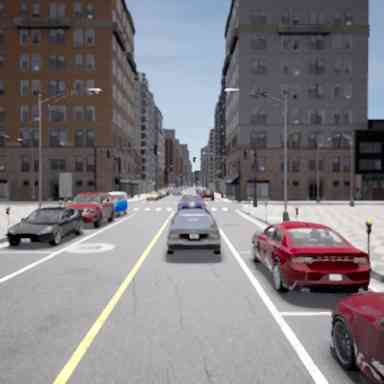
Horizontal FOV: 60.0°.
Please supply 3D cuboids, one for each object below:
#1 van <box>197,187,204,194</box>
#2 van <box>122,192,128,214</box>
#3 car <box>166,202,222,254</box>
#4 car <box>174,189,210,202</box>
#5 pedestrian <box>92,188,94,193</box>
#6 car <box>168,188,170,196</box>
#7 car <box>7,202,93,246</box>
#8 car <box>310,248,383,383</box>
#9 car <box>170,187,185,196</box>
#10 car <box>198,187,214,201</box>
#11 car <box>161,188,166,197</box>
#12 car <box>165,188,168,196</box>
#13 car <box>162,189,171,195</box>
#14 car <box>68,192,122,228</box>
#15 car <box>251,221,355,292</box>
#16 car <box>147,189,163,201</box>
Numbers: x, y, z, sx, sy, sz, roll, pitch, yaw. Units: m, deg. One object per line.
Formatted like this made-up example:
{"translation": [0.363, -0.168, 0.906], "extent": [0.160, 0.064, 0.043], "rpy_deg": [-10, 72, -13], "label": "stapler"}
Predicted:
{"translation": [2.273, -0.393, 91.863], "extent": [1.690, 1.788, 3.998], "rpy_deg": [0, 1, 0], "label": "van"}
{"translation": [-5.966, 0.907, 25.256], "extent": [1.690, 1.788, 3.998], "rpy_deg": [0, 1, 0], "label": "van"}
{"translation": [0.048, 1.333, 12.470], "extent": [2.033, 1.411, 5.357], "rpy_deg": [0, 1, 0], "label": "car"}
{"translation": [-0.014, 0.923, 25.043], "extent": [2.097, 1.767, 4.553], "rpy_deg": [0, 1, 0], "label": "car"}
{"translation": [-12.737, 0.360, 43.186], "extent": [0.375, 1.860, 0.375], "rpy_deg": [0, 1, 1], "label": "pedestrian"}
{"translation": [-6.155, 0.244, 69.061], "extent": [1.752, 1.417, 4.829], "rpy_deg": [0, 1, 0], "label": "car"}
{"translation": [-5.918, 1.326, 13.980], "extent": [1.947, 1.339, 4.313], "rpy_deg": [0, 1, 0], "label": "car"}
{"translation": [2.657, 1.534, 2.714], "extent": [1.802, 1.307, 4.206], "rpy_deg": [0, 1, 0], "label": "car"}
{"translation": [-3.322, -0.034, 74.549], "extent": [2.097, 1.767, 4.553], "rpy_deg": [0, 1, 0], "label": "car"}
{"translation": [2.445, 0.364, 52.275], "extent": [2.192, 1.841, 5.009], "rpy_deg": [0, 1, 0], "label": "car"}
{"translation": [-6.107, 0.503, 57.925], "extent": [1.947, 1.339, 4.313], "rpy_deg": [0, 1, 0], "label": "car"}
{"translation": [-6.130, 0.355, 63.407], "extent": [1.752, 1.417, 4.829], "rpy_deg": [0, 1, 0], "label": "car"}
{"translation": [-6.204, 0.073, 80.540], "extent": [1.802, 1.307, 4.206], "rpy_deg": [0, 1, 0], "label": "car"}
{"translation": [-5.942, 0.979, 19.615], "extent": [2.192, 1.841, 5.009], "rpy_deg": [0, 1, 0], "label": "car"}
{"translation": [2.633, 1.401, 8.352], "extent": [1.887, 1.381, 4.507], "rpy_deg": [0, 1, 0], "label": "car"}
{"translation": [-6.081, 0.577, 52.100], "extent": [1.752, 1.417, 4.829], "rpy_deg": [0, 1, 0], "label": "car"}
